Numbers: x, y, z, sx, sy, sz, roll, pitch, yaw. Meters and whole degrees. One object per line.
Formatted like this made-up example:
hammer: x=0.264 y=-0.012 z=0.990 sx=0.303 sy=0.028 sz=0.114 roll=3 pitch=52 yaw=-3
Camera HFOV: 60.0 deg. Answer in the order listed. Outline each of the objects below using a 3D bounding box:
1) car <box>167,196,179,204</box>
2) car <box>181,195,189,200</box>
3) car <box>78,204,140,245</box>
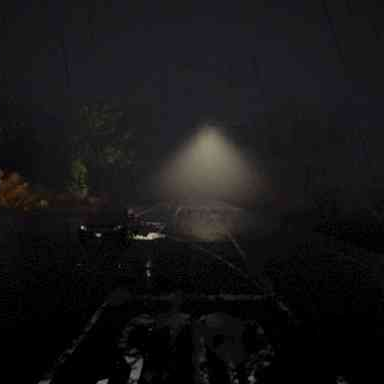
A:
car: x=-3.472 y=1.443 z=61.277 sx=1.812 sy=1.442 sz=4.674 roll=0 pitch=0 yaw=-1
car: x=-1.887 y=1.426 z=90.039 sx=1.994 sy=1.385 sz=4.181 roll=0 pitch=0 yaw=6
car: x=-3.424 y=1.281 z=14.544 sx=1.812 sy=1.442 sz=4.674 roll=1 pitch=1 yaw=0
